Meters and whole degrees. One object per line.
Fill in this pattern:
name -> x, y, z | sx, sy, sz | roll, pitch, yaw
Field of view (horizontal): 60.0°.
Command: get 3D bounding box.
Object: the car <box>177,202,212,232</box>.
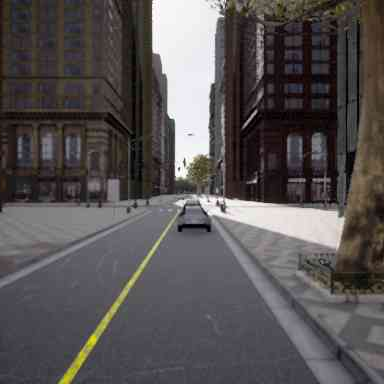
car -> 0.120, 1.544, 20.123 | 1.994, 1.385, 4.181 | 0, 0, -1

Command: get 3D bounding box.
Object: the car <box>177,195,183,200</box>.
car -> -2.944, 1.476, 88.242 | 2.033, 1.411, 5.357 | 0, 0, 0

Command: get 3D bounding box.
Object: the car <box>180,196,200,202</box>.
car -> 0.081, 1.473, 32.208 | 1.837, 1.490, 4.892 | 0, 0, 0
